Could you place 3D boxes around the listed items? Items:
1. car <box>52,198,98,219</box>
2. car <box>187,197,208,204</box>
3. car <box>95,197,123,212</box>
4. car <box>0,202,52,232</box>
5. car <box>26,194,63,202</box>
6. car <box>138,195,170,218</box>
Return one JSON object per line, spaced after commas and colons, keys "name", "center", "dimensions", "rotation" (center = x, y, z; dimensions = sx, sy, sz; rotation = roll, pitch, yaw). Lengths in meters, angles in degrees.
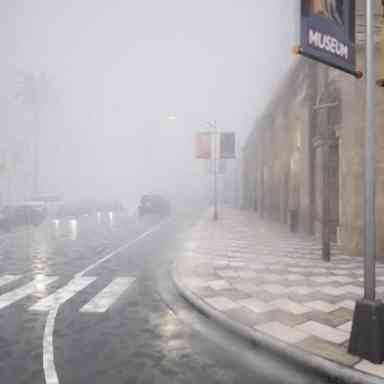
{"name": "car", "center": [-10.516, 1.560, 30.185], "dimensions": [1.812, 1.442, 4.674], "rotation": [0, 0, 5]}
{"name": "car", "center": [1.052, 1.610, 64.017], "dimensions": [2.033, 1.411, 5.357], "rotation": [0, 0, 31]}
{"name": "car", "center": [-9.743, 1.568, 40.044], "dimensions": [1.812, 1.442, 4.674], "rotation": [0, 0, 5]}
{"name": "car", "center": [-11.191, 1.573, 20.781], "dimensions": [2.033, 1.411, 5.357], "rotation": [0, 0, 4]}
{"name": "car", "center": [-13.955, 1.258, 31.189], "dimensions": [2.150, 2.045, 5.566], "rotation": [0, 0, 4]}
{"name": "car", "center": [-3.377, 1.297, 30.596], "dimensions": [2.150, 2.045, 5.566], "rotation": [0, 0, 4]}
